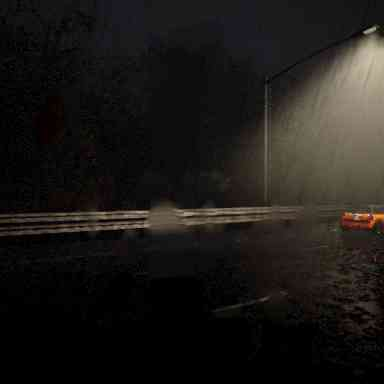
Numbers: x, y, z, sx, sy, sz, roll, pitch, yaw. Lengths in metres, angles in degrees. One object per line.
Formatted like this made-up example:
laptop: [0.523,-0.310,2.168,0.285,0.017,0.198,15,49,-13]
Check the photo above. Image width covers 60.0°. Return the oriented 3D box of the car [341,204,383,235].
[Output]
car: [11.124,1.535,20.230,4.553,1.767,2.097,1,0,-35]
